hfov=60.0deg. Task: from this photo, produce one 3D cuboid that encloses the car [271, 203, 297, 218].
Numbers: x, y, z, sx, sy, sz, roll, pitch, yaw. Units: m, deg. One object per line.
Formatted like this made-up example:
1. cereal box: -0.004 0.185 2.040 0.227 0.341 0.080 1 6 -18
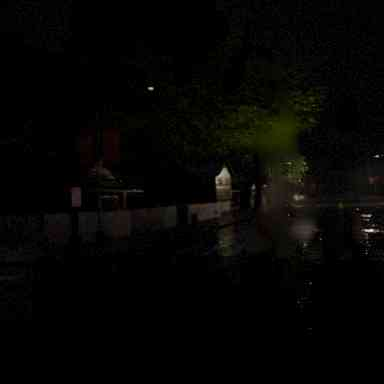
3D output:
1. car: 8.826 1.761 31.848 1.994 1.385 4.181 -2 0 24
